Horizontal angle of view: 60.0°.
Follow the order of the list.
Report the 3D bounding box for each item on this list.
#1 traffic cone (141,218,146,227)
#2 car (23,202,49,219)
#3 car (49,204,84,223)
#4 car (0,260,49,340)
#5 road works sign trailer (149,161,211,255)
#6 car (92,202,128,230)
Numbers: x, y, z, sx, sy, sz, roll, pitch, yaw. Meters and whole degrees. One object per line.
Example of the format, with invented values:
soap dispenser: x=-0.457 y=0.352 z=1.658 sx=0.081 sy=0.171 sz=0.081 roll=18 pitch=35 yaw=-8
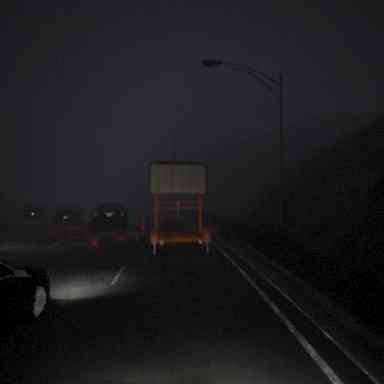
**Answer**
traffic cone: x=-3.027 y=2.064 z=20.558 sx=0.340 sy=0.580 sz=0.340 roll=0 pitch=0 yaw=-8
car: x=-14.492 y=1.680 z=31.404 sx=1.837 sy=1.490 sz=4.892 roll=0 pitch=-1 yaw=-14
car: x=-9.798 y=1.673 z=26.659 sx=1.812 sy=1.442 sz=4.674 roll=0 pitch=0 yaw=-12
car: x=-3.553 y=1.531 z=4.346 sx=1.837 sy=1.490 sz=4.892 roll=0 pitch=0 yaw=-1
road works sign trailer: x=-0.584 y=0.536 z=13.840 sx=2.380 sy=3.560 sz=2.880 roll=0 pitch=0 yaw=-8
car: x=-5.438 y=1.473 z=22.489 sx=2.097 sy=1.767 sz=4.553 roll=0 pitch=0 yaw=-9
